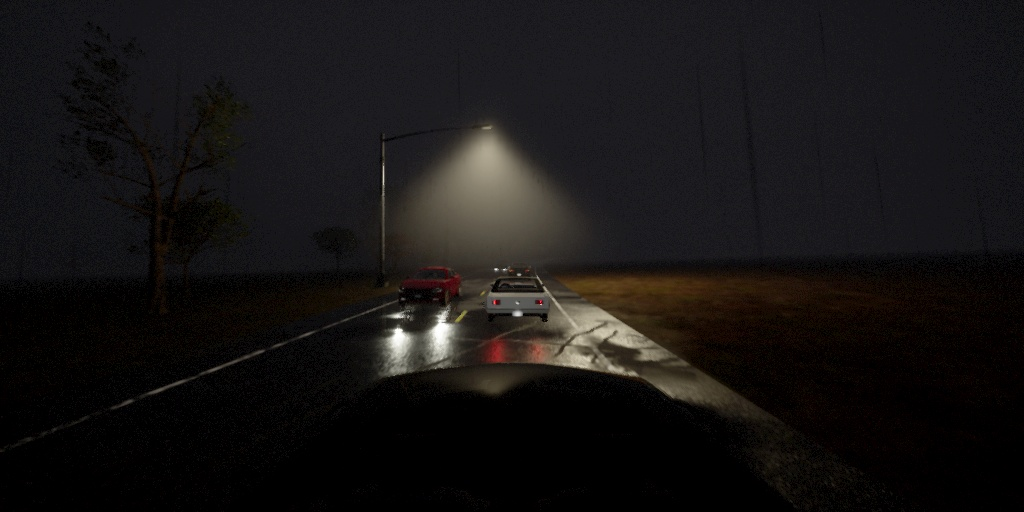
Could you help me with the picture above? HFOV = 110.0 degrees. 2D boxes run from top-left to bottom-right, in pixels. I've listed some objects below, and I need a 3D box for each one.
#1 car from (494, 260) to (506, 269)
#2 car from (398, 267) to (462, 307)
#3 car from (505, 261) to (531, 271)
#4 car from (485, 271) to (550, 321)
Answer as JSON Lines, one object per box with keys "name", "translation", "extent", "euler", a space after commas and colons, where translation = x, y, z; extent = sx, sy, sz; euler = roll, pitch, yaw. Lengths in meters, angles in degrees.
{"name": "car", "translation": [-1.674, 1.293, 56.792], "extent": [2.033, 1.411, 5.357], "euler": [0, 0, 4]}
{"name": "car", "translation": [-3.446, 1.227, 15.801], "extent": [1.882, 1.535, 5.008], "euler": [0, 0, 1]}
{"name": "car", "translation": [0.634, 1.278, 30.097], "extent": [1.812, 1.442, 4.674], "euler": [0, 0, 2]}
{"name": "car", "translation": [0.194, 1.352, 12.413], "extent": [1.895, 1.301, 4.718], "euler": [0, 0, 1]}
